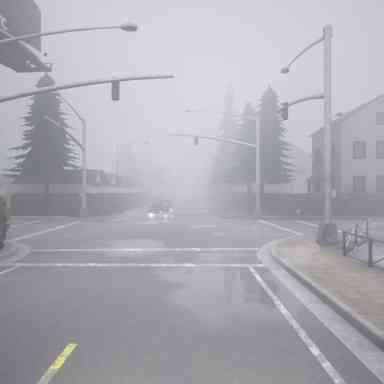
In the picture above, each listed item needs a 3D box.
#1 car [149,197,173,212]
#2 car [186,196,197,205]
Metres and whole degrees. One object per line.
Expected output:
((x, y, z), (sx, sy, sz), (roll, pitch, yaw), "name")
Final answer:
((-3.644, 1.352, 38.109), (2.097, 1.767, 4.553), (0, 0, 0), "car")
((-0.086, 1.491, 59.322), (2.128, 1.511, 4.902), (0, 0, 0), "car")
